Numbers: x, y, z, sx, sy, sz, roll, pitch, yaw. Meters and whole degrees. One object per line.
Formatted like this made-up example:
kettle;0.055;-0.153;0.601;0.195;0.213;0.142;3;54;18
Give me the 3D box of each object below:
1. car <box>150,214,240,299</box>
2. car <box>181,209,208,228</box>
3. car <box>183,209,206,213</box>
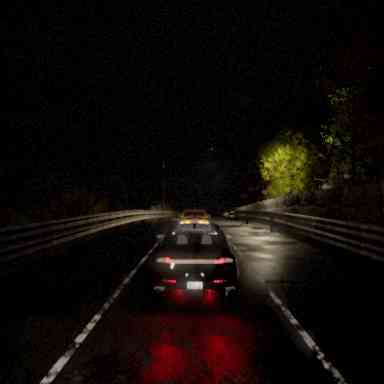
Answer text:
car;0.069;1.543;8.552;2.128;1.511;4.902;0;-1;0
car;0.281;2.197;28.804;2.128;1.511;4.902;0;-3;1
car;0.153;1.827;20.591;1.882;1.535;5.008;0;-2;1
